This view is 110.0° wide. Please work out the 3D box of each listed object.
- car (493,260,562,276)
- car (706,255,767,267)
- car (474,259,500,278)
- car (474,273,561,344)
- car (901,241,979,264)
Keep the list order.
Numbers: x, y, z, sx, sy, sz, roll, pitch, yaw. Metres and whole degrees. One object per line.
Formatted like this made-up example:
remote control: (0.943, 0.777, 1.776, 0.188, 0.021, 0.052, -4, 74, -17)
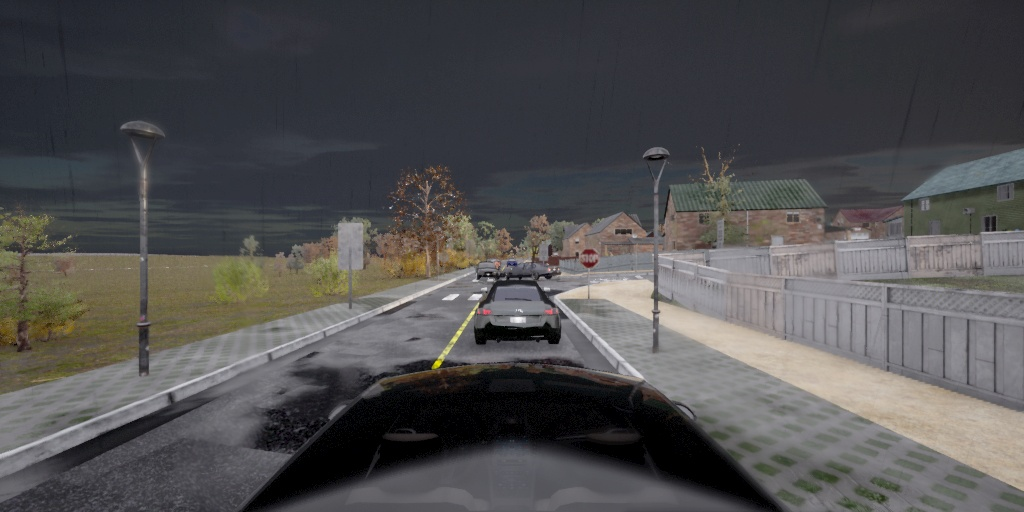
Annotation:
car: (1.337, 1.198, 28.559, 5.357, 1.411, 2.033, -4, -3, 43)
car: (14.387, 0.413, 22.935, 4.181, 1.385, 1.994, -3, 0, 16)
car: (-2.251, 1.258, 31.470, 1.837, 1.490, 4.892, 0, 0, -8)
car: (0.102, 1.313, 9.545, 1.994, 1.385, 4.181, 0, 0, -1)
car: (23.888, -0.208, 20.514, 4.902, 1.511, 2.128, -3, 0, 14)
